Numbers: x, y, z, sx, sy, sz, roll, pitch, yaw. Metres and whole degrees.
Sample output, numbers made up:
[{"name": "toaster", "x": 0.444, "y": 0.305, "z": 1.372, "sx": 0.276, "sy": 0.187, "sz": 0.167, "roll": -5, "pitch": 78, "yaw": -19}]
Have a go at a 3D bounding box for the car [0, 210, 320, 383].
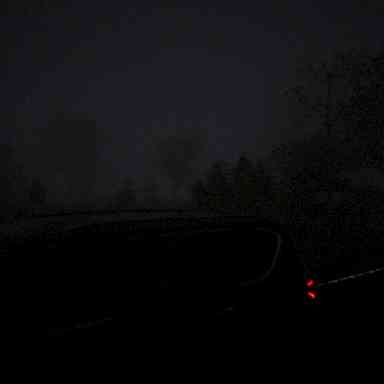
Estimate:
[{"name": "car", "x": -1.165, "y": 1.232, "z": 3.026, "sx": 5.566, "sy": 2.045, "sz": 2.150, "roll": 1, "pitch": 0, "yaw": -35}]
